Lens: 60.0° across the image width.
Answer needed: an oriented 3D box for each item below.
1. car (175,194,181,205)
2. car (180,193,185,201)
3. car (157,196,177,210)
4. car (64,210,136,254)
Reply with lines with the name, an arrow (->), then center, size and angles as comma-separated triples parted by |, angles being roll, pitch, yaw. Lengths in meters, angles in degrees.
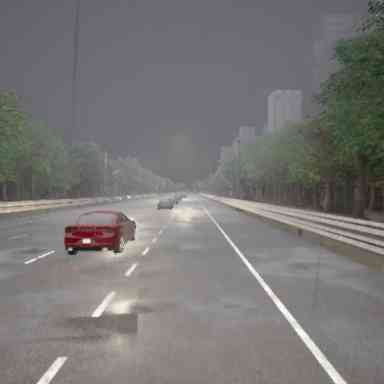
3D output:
car -> -3.514, 1.618, 60.648 | 1.994, 1.385, 4.181 | 0, 0, 0
car -> -3.521, 1.400, 84.288 | 2.097, 1.767, 4.553 | 0, 0, 0
car -> -3.510, 1.610, 44.647 | 1.994, 1.385, 4.181 | 0, 0, 0
car -> -3.505, 1.485, 13.530 | 1.882, 1.535, 5.008 | 0, 0, 0
